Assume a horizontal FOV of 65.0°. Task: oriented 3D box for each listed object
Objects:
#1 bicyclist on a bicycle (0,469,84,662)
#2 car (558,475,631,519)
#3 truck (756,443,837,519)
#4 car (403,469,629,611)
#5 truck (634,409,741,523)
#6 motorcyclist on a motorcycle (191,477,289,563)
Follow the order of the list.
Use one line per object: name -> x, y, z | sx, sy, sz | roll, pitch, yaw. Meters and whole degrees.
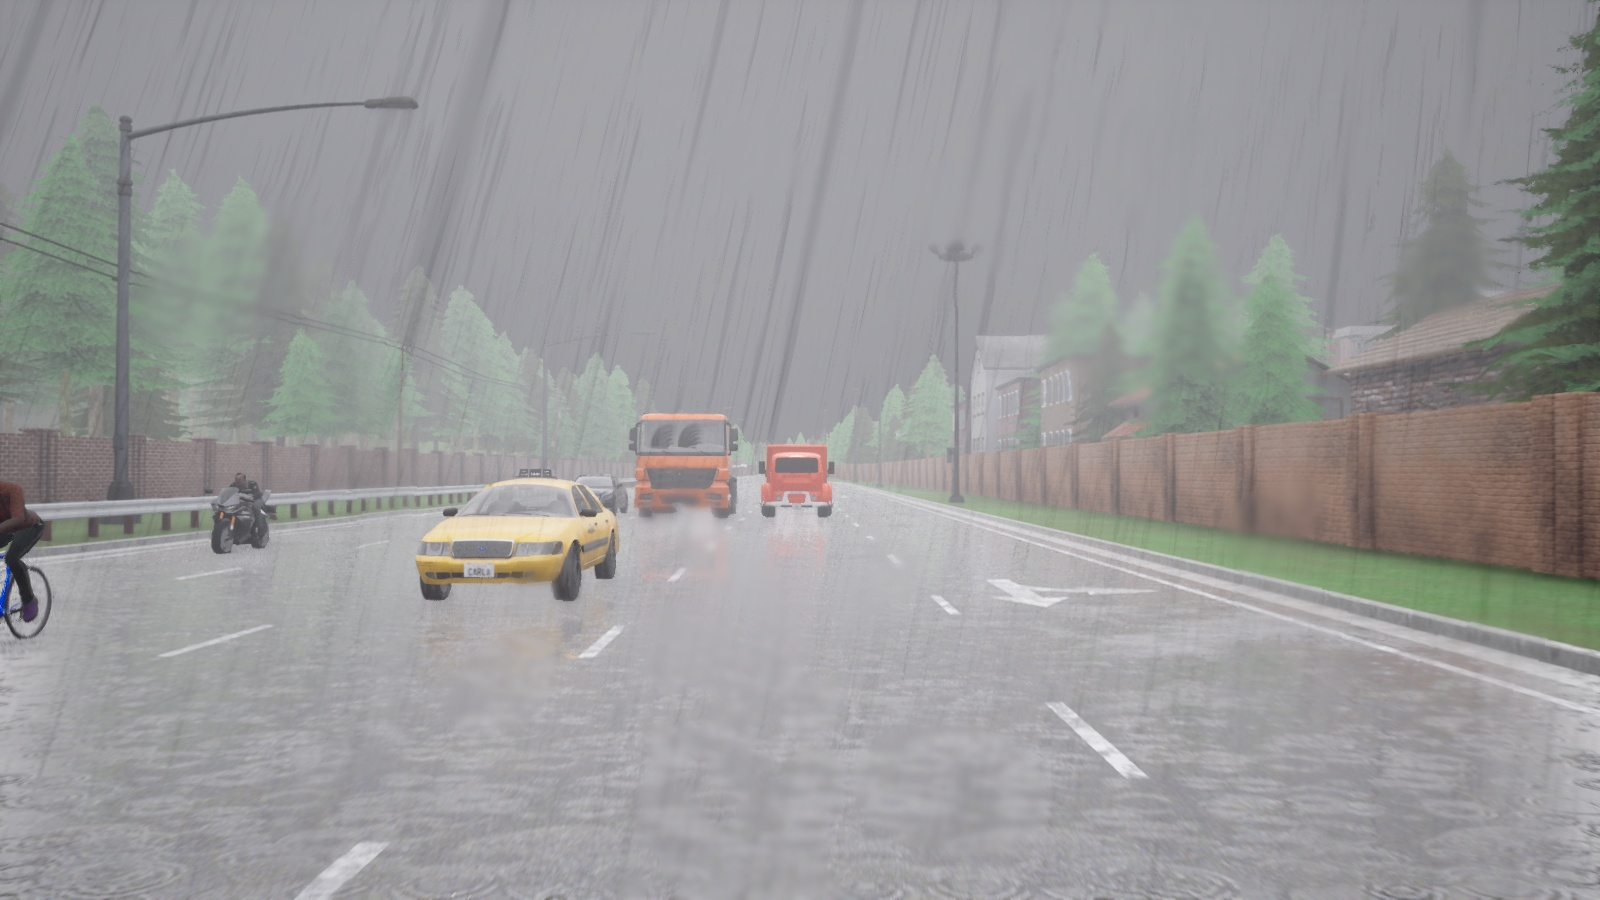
bicyclist on a bicycle -> -7.028, 0.979, 10.982 | 0.582, 1.620, 1.656 | 0, -1, 0
car -> -7.109, 1.604, 43.897 | 1.812, 1.442, 4.674 | 0, -1, 0
truck -> -0.110, 1.057, 43.533 | 2.627, 2.467, 5.204 | 0, -1, 0
car -> -3.542, 1.048, 16.729 | 1.801, 1.575, 5.366 | 0, -1, 0
truck -> -3.609, 0.552, 42.076 | 2.891, 3.462, 7.936 | 0, -1, 0
motorcyclist on a motorcycle -> -10.559, 1.290, 23.776 | 0.866, 1.530, 2.191 | 0, -1, 0
